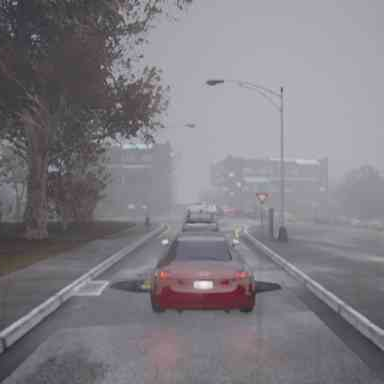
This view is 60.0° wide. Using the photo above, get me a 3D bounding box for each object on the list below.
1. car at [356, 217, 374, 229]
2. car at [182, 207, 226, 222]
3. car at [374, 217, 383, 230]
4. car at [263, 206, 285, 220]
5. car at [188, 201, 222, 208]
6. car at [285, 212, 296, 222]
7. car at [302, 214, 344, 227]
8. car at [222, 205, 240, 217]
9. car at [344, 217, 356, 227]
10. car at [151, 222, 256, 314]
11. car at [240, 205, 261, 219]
[{"bbox_3d":[24.864,4.705,51.399,2.002,1.452,4.674,7,-4,-30],"label":"car"},{"bbox_3d":[0.482,1.773,17.591,2.128,1.511,4.902,0,-1,3],"label":"car"},{"bbox_3d":[27.736,4.948,52.095,1.946,1.575,5.366,6,-3,-30],"label":"car"},{"bbox_3d":[10.126,2.985,48.599,2.435,2.045,5.566,7,-4,-31],"label":"car"},{"bbox_3d":[1.299,2.284,46.828,2.435,2.045,5.566,1,-2,-31],"label":"car"},{"bbox_3d":[12.949,3.519,49.339,1.946,1.575,5.366,6,-3,-31],"label":"car"},{"bbox_3d":[17.202,3.714,44.630,4.902,1.511,2.128,6,-2,-11],"label":"car"},{"bbox_3d":[4.171,2.573,47.458,2.185,1.767,4.553,4,-3,-32],"label":"car"},{"bbox_3d":[21.901,4.418,50.844,2.002,1.452,4.674,6,-3,-30],"label":"car"},{"bbox_3d":[0.207,1.613,7.780,1.994,1.385,4.181,0,-1,0],"label":"car"},{"bbox_3d":[7.136,2.821,47.998,2.185,1.767,4.553,6,-3,-31],"label":"car"}]
